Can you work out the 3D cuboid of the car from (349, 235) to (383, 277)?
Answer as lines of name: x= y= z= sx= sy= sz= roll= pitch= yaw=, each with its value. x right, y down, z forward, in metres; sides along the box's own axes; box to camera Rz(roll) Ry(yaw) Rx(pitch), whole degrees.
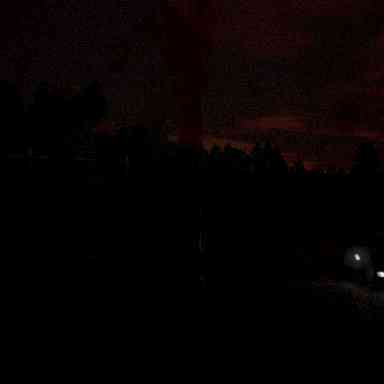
car: x=6.645 y=1.547 z=9.346 sx=5.357 sy=1.411 sz=2.033 roll=0 pitch=0 yaw=-36
